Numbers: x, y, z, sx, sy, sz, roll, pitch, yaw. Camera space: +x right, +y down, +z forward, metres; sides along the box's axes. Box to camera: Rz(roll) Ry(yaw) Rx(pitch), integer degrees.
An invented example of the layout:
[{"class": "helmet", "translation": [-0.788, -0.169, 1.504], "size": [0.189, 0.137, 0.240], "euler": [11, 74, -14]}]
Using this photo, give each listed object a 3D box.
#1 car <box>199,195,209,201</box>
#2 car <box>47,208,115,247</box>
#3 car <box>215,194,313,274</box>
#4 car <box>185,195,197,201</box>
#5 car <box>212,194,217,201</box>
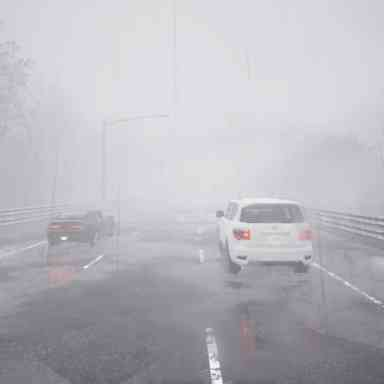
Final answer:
[{"class": "car", "translation": [2.872, 1.675, 85.870], "size": [1.895, 1.301, 4.718], "euler": [0, 0, 6]}, {"class": "car", "translation": [-4.856, 1.511, 15.159], "size": [1.837, 1.490, 4.892], "euler": [0, 0, 1]}, {"class": "car", "translation": [2.071, 1.224, 10.768], "size": [2.150, 2.045, 5.566], "euler": [0, 0, 1]}, {"class": "car", "translation": [-0.657, 1.620, 85.767], "size": [2.033, 1.411, 5.357], "euler": [0, 0, 6]}, {"class": "car", "translation": [6.431, 1.436, 86.264], "size": [2.097, 1.767, 4.553], "euler": [0, 0, 6]}]
